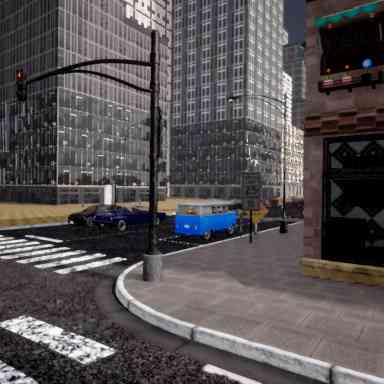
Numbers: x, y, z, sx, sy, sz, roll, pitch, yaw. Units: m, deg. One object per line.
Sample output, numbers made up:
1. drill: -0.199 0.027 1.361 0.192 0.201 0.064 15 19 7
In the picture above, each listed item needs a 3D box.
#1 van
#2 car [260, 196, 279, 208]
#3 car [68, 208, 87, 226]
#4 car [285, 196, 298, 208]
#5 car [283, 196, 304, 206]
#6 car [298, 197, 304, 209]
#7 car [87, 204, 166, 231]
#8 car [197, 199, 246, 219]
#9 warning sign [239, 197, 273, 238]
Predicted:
1. van: 0.828 1.368 17.033 1.690 1.788 3.998 1 1 35
2. car: 10.057 1.294 44.425 1.967 1.590 4.097 1 1 35
3. car: -5.998 1.467 21.900 1.947 1.339 4.313 1 1 35
4. car: 14.331 1.489 45.840 1.895 1.301 4.718 1 1 36
5. car: 16.380 1.364 53.299 1.752 1.417 4.829 1 1 35
6. car: 15.553 1.415 42.260 1.882 1.535 5.008 1 1 36
7. car: -3.787 1.541 20.541 1.895 1.301 4.718 1 1 35
8. car: 2.705 1.411 29.648 2.128 1.511 4.902 1 1 35
9. warning sign: 3.109 1.177 16.137 1.300 1.860 1.060 1 1 35
